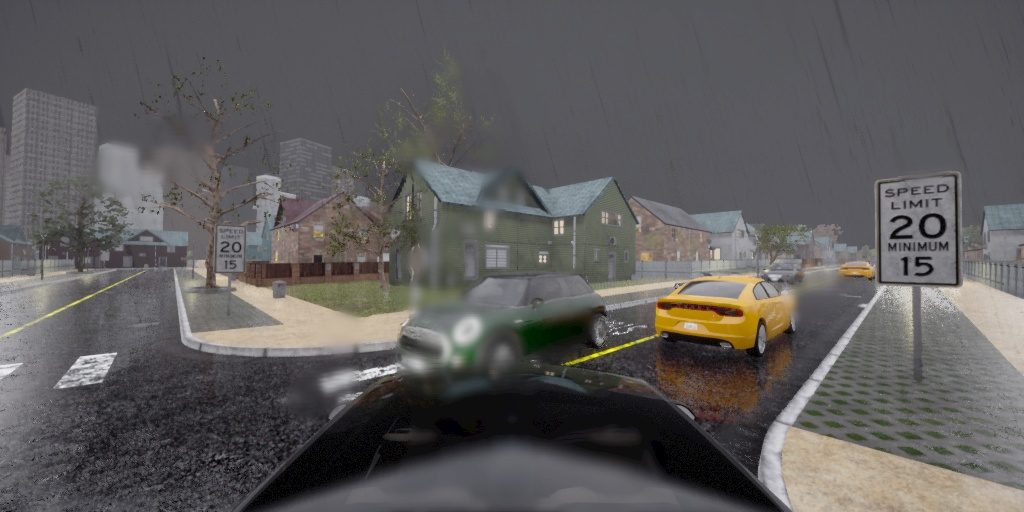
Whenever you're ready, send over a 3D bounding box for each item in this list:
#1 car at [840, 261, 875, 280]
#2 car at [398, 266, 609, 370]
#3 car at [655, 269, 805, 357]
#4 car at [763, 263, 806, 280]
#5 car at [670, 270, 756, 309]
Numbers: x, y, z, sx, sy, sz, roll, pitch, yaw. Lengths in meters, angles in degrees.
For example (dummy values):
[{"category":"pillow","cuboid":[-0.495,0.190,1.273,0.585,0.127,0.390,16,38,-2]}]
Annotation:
[{"category":"car","cuboid":[29.103,1.189,30.155,5.008,1.535,1.882,0,0,-42]},{"category":"car","cuboid":[0.053,1.120,7.274,2.097,1.767,4.553,-1,0,44]},{"category":"car","cuboid":[5.340,1.217,8.693,5.008,1.535,1.882,0,0,-42]},{"category":"car","cuboid":[18.567,1.223,24.513,4.902,1.511,2.128,0,0,-42]},{"category":"car","cuboid":[8.958,1.348,15.816,4.718,1.301,1.895,0,0,-42]}]
